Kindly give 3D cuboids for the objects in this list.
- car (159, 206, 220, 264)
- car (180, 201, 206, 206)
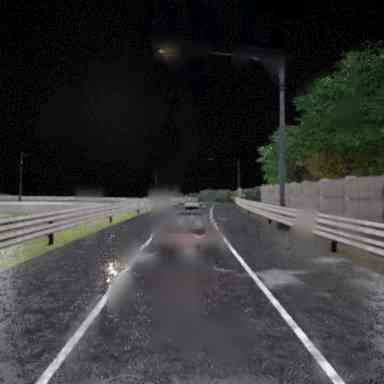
[{"bbox_3d":[-0.073,1.483,11.821,2.128,1.511,4.902,0,0,0],"label":"car"},{"bbox_3d":[0.039,1.479,27.007,1.837,1.490,4.892,0,1,2],"label":"car"}]
